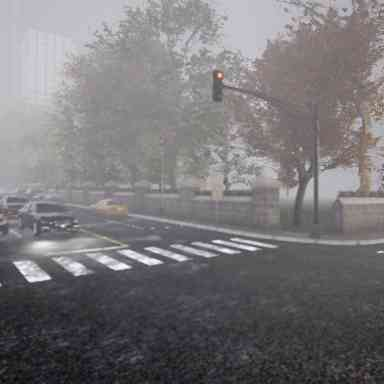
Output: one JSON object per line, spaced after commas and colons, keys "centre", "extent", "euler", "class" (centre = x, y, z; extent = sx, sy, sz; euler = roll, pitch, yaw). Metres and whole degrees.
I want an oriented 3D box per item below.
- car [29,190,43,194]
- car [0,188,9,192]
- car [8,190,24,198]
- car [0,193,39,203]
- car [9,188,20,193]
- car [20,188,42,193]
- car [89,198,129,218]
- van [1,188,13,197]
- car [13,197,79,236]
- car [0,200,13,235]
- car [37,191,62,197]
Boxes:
{"centre": [-19.362, 0.789, 43.135], "extent": [1.947, 1.339, 4.313], "euler": [2, 0, -36], "class": "car"}
{"centre": [-31.929, 0.464, 55.977], "extent": [1.994, 1.385, 4.181], "euler": [0, 1, -36], "class": "car"}
{"centre": [-32.396, 0.387, 61.041], "extent": [2.008, 1.369, 4.403], "euler": [2, 0, -36], "class": "car"}
{"centre": [-13.061, 1.030, 24.625], "extent": [1.837, 1.490, 4.892], "euler": [0, 1, -36], "class": "car"}
{"centre": [-29.130, 0.248, 56.565], "extent": [2.192, 1.841, 5.009], "euler": [2, 0, -36], "class": "car"}
{"centre": [-22.613, 0.441, 47.612], "extent": [2.192, 1.841, 5.009], "euler": [2, 0, -36], "class": "car"}
{"centre": [-6.425, 1.137, 25.366], "extent": [1.752, 1.417, 4.829], "euler": [2, 0, -36], "class": "car"}
{"centre": [-38.907, -0.014, 69.994], "extent": [1.690, 1.788, 3.998], "euler": [2, 0, -36], "class": "van"}
{"centre": [-7.181, 1.209, 16.499], "extent": [1.837, 1.490, 4.892], "euler": [0, 1, -39], "class": "car"}
{"centre": [-9.846, 1.256, 15.825], "extent": [1.802, 1.307, 4.206], "euler": [2, 0, -36], "class": "car"}
{"centre": [-16.101, 0.871, 38.658], "extent": [2.008, 1.369, 4.403], "euler": [2, 0, -36], "class": "car"}
